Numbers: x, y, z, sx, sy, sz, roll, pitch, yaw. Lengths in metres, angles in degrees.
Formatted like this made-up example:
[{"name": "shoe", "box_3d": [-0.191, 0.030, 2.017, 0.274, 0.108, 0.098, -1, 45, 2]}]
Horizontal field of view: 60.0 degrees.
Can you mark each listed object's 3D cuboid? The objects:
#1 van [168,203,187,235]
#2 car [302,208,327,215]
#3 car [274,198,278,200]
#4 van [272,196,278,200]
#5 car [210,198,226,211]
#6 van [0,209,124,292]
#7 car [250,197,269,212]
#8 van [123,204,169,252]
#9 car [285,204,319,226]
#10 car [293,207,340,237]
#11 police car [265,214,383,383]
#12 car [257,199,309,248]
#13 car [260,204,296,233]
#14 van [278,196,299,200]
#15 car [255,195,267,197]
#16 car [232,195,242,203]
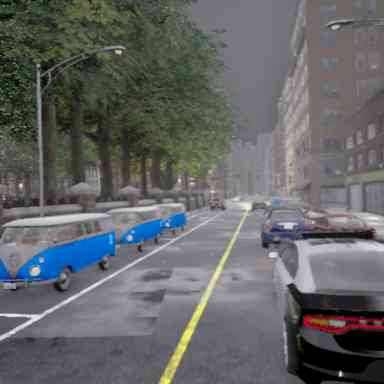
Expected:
[{"name": "van", "box_3d": [-1.473, 1.614, 20.452, 1.690, 1.788, 3.998, -2, -1, 11]}, {"name": "car", "box_3d": [5.850, 1.541, 13.322, 1.887, 1.381, 4.507, -2, -1, 11]}, {"name": "car", "box_3d": [10.087, 1.668, 35.564, 1.887, 1.381, 4.507, -2, -1, 11]}, {"name": "van", "box_3d": [12.200, 1.522, 46.687, 1.690, 1.788, 3.998, -2, -1, 11]}, {"name": "car", "box_3d": [3.821, 1.739, 48.241, 2.192, 1.841, 5.009, -2, -1, 11]}, {"name": "van", "box_3d": [-3.591, 1.547, 9.336, 1.690, 1.788, 3.998, -2, -1, 11]}, {"name": "car", "box_3d": [8.627, 1.746, 42.999, 1.837, 1.490, 4.892, -2, 0, 11]}, {"name": "van", "box_3d": [-2.533, 1.581, 14.894, 1.690, 1.788, 3.998, -2, -1, 11]}, {"name": "car", "box_3d": [7.969, 1.644, 24.443, 1.802, 1.307, 4.206, -2, -1, 11]}, {"name": "car", "box_3d": [6.910, 1.612, 18.882, 1.802, 1.307, 4.206, -2, -1, 11]}, {"name": "police car", "box_3d": [2.381, 1.427, 5.579, 1.930, 1.638, 5.238, -2, -1, 11]}, {"name": "car", "box_3d": [4.204, 1.415, 15.268, 2.097, 1.767, 4.553, -2, -1, 11]}, {"name": "car", "box_3d": [5.357, 1.602, 21.186, 1.837, 1.490, 4.892, -2, -1, 11]}, {"name": "van", "box_3d": [9.022, 1.434, 30.006, 1.690, 1.788, 3.998, -2, -1, 11]}, {"name": "car", "box_3d": [10.933, 1.779, 55.269, 1.882, 1.535, 5.008, -2, -1, 11]}, {"name": "car", "box_3d": [11.969, 2.146, 90.989, 1.752, 1.417, 4.829, -2, -1, 11]}]
